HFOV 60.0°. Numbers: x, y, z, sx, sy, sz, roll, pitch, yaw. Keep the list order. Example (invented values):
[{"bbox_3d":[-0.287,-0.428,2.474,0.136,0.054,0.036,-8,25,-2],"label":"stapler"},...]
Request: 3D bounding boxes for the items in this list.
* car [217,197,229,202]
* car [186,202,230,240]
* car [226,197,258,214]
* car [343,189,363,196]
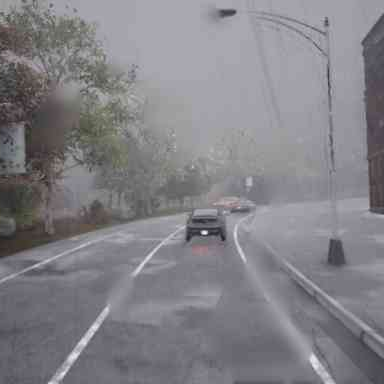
[{"bbox_3d":[4.147,1.342,39.468,2.097,1.767,4.553,-3,-1,28],"label":"car"},{"bbox_3d":[0.814,1.479,16.726,1.837,1.490,4.892,-1,0,7],"label":"car"},{"bbox_3d":[5.328,1.442,33.834,1.994,1.385,4.181,-2,0,23],"label":"car"},{"bbox_3d":[32.972,0.197,68.053,4.892,1.490,1.837,-4,-3,-28],"label":"car"}]
